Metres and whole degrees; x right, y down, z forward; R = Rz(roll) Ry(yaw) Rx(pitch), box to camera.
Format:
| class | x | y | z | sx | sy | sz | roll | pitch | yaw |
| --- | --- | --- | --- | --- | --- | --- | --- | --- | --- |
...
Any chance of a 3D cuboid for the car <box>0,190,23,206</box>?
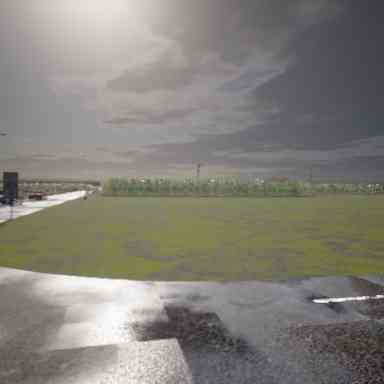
| class | x | y | z | sx | sy | sz | roll | pitch | yaw |
| --- | --- | --- | --- | --- | --- | --- | --- | --- | --- |
| car | -19.649 | 0.560 | 35.496 | 2.097 | 1.767 | 4.553 | 0 | 1 | -13 |

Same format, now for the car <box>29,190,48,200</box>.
| class | x | y | z | sx | sy | sz | roll | pitch | yaw |
| --- | --- | --- | --- | --- | --- | --- | --- | --- | --- |
| car | -22.990 | 0.438 | 49.918 | 1.882 | 1.535 | 5.008 | 0 | 1 | -13 |
